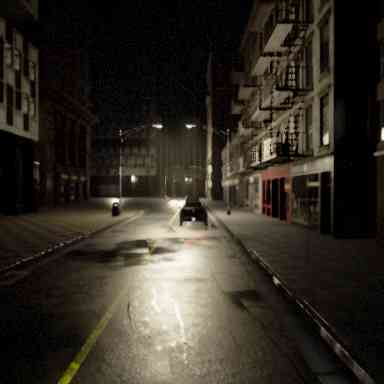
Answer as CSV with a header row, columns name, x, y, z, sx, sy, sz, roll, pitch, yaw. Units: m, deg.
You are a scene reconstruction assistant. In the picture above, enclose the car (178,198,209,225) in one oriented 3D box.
name,x,y,z,sx,sy,sz,roll,pitch,yaw
car,0.100,1.406,23.047,1.837,1.490,4.892,0,1,0
